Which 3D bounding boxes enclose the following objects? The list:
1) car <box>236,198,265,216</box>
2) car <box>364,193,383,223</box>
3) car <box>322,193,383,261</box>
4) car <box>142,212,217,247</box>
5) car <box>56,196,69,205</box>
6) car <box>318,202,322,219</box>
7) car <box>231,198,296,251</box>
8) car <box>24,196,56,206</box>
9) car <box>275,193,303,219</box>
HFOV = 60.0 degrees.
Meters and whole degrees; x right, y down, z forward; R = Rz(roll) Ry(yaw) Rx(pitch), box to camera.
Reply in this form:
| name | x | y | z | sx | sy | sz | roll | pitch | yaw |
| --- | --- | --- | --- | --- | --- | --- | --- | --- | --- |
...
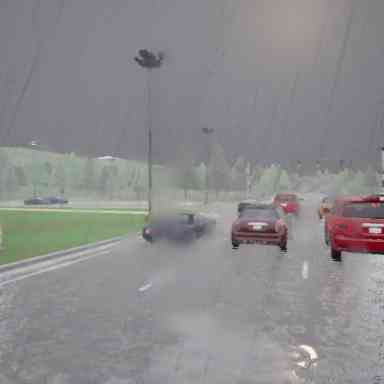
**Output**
| name | x | y | z | sx | sy | sz | roll | pitch | yaw |
| --- | --- | --- | --- | --- | --- | --- | --- | --- | --- |
| car | 5.736 | 1.377 | 31.950 | 1.882 | 1.535 | 5.008 | 0 | 0 | 20 |
| car | 14.875 | 1.105 | 25.838 | 2.150 | 2.045 | 5.566 | 0 | 0 | 22 |
| car | 6.017 | 1.171 | 11.869 | 2.150 | 2.045 | 5.566 | 0 | 0 | 19 |
| car | -0.324 | 1.565 | 14.923 | 1.895 | 1.301 | 4.718 | 0 | 0 | 20 |
| car | -23.384 | 1.419 | 56.860 | 5.008 | 1.535 | 1.882 | 0 | 0 | 21 |
| car | 11.702 | 1.239 | 27.861 | 2.097 | 1.767 | 4.553 | 0 | 0 | 20 |
| car | 3.129 | 1.306 | 14.186 | 2.097 | 1.767 | 4.553 | 0 | 0 | 20 |
| car | -24.891 | 1.481 | 53.687 | 4.674 | 1.442 | 1.812 | 0 | 0 | 21 |
| car | 8.125 | 1.124 | 28.261 | 2.150 | 2.045 | 5.566 | 0 | 0 | 20 |
